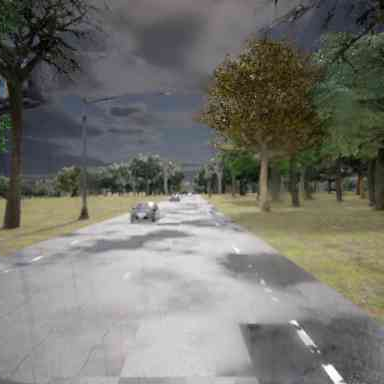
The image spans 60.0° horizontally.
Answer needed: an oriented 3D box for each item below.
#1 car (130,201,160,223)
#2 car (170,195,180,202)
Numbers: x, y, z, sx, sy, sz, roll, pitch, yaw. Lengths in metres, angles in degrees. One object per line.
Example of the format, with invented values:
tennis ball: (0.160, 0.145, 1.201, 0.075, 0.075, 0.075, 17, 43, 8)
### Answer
car: (-3.597, 1.497, 25.980, 2.128, 1.511, 4.902, 0, 0, 0)
car: (-3.501, 1.356, 68.378, 1.994, 1.385, 4.181, 0, 0, 0)
